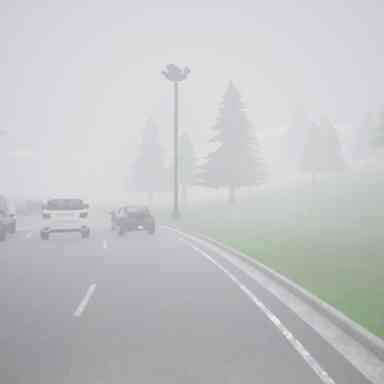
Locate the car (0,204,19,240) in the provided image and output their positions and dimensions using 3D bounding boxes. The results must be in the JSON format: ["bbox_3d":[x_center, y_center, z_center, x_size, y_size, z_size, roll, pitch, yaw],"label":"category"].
[{"bbox_3d":[-9.965,1.530,16.375,1.812,1.442,4.674,0,0,-21],"label":"car"}]

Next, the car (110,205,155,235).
[{"bbox_3d":[-3.415,1.514,18.846,1.837,1.490,4.892,0,0,-21],"label":"car"}]

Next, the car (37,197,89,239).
[{"bbox_3d":[-6.700,1.255,17.639,2.150,2.045,5.566,0,0,-21],"label":"car"}]

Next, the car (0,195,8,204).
[{"bbox_3d":[-18.703,1.255,30.798,2.150,2.045,5.566,0,0,-42],"label":"car"}]

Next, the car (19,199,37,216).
[{"bbox_3d":[-16.071,1.514,33.105,1.837,1.490,4.892,0,0,-42],"label":"car"}]

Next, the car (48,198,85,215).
[{"bbox_3d":[-13.458,1.492,35.434,2.128,1.511,4.902,0,0,-42],"label":"car"}]
